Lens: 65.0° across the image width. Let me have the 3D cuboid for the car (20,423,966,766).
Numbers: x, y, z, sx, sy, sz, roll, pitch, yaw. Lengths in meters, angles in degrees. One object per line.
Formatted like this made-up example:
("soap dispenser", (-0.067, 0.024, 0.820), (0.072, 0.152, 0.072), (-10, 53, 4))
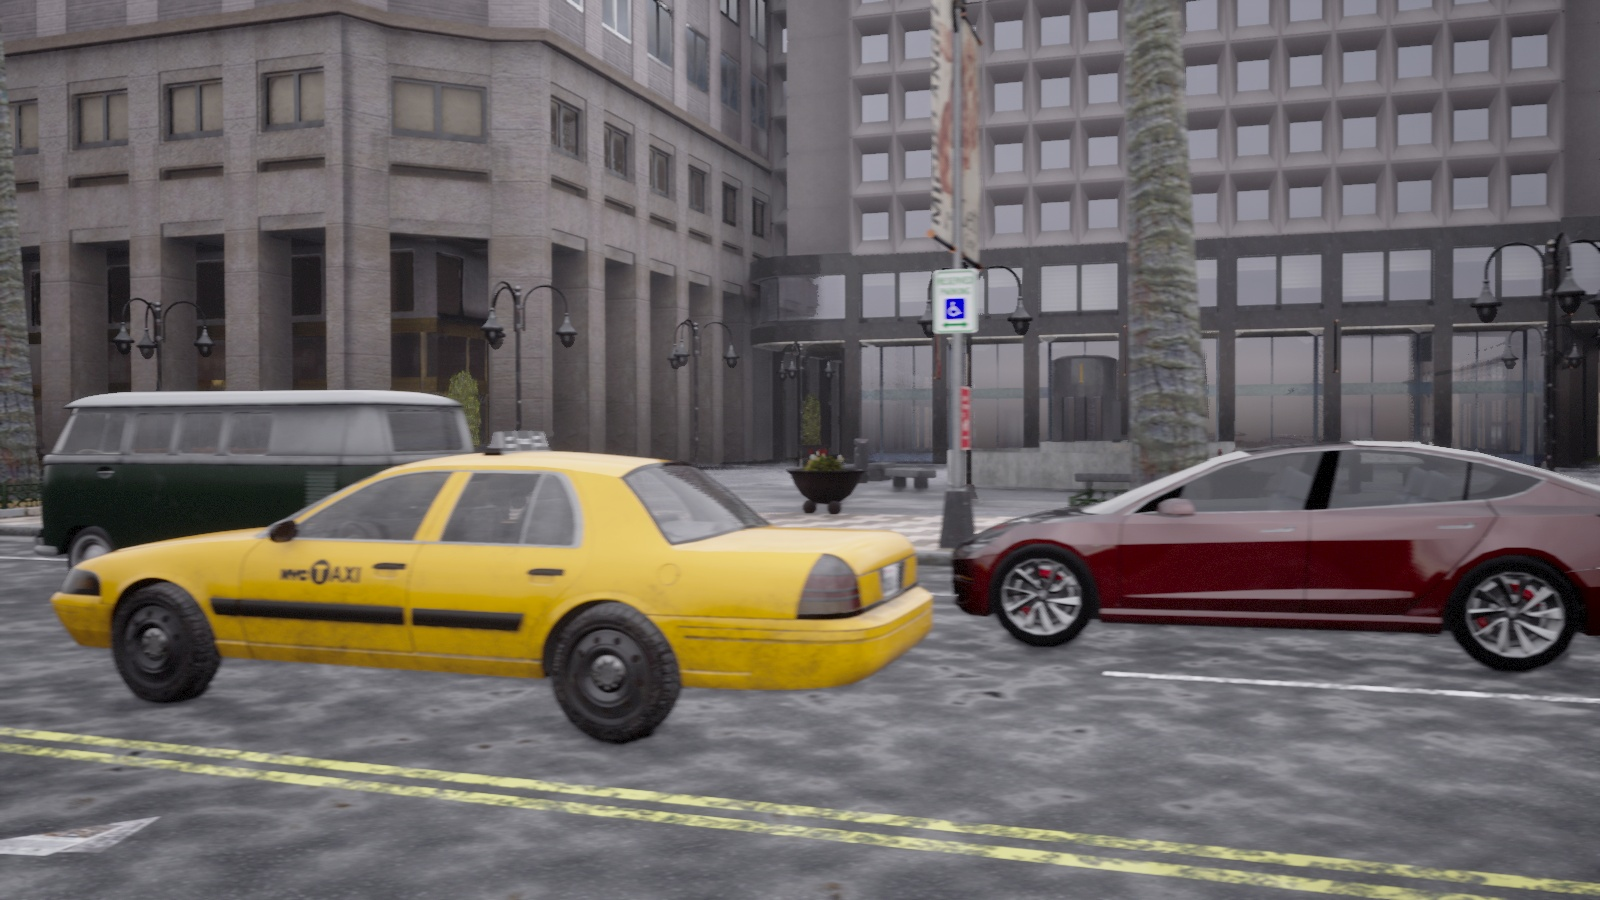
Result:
("car", (-1.841, 0.639, 7.511), (5.366, 1.575, 1.801), (1, 1, 19))

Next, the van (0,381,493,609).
("van", (-5.460, 0.360, 12.453), (4.442, 1.987, 1.775), (1, 1, 19))

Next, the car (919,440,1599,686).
("car", (3.485, 0.690, 9.406), (4.792, 1.488, 2.163), (1, 1, 18))
